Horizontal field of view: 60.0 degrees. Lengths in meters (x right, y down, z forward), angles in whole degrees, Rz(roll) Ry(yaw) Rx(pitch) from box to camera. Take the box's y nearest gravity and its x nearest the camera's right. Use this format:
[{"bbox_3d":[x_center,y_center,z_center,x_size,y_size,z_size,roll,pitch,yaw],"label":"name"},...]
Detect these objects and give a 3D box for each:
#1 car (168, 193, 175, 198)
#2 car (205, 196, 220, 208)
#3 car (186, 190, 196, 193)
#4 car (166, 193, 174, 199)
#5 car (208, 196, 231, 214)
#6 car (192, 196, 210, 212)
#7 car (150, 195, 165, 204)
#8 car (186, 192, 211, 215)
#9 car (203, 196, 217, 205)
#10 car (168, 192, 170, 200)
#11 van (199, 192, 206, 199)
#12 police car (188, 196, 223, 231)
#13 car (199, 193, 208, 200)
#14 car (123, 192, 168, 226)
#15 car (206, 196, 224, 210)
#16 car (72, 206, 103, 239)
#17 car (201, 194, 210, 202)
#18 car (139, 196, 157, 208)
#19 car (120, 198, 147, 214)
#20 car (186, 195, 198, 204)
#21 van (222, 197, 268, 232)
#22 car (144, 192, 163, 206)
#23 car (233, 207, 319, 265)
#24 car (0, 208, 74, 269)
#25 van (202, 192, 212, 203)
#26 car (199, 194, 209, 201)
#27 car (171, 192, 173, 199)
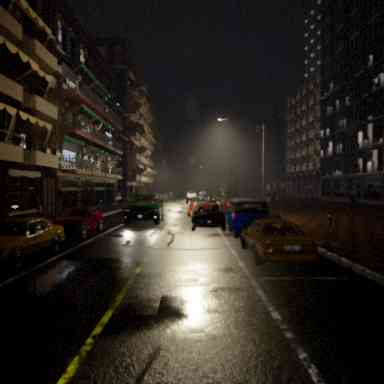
[{"bbox_3d":[-5.754,1.017,93.906,1.802,1.307,4.206,0,0,0],"label":"car"},{"bbox_3d":[2.657,1.291,44.173,1.802,1.307,4.206,0,0,0],"label":"car"},{"bbox_3d":[-0.042,0.656,69.031,2.150,2.045,5.566,0,0,0],"label":"car"},{"bbox_3d":[-5.750,1.045,88.380,1.802,1.307,4.206,0,0,0],"label":"car"},{"bbox_3d":[2.663,1.217,33.118,1.967,1.590,4.097,0,0,0],"label":"car"},{"bbox_3d":[0.864,1.217,35.728,1.801,1.575,5.366,0,0,0],"label":"car"},{"bbox_3d":[-5.729,1.193,55.221,2.008,1.369,4.403,0,0,0],"label":"car"},{"bbox_3d":[0.742,1.151,29.548,2.097,1.767,4.553,0,0,3],"label":"car"},{"bbox_3d":[2.654,1.257,49.699,1.802,1.307,4.206,0,0,0],"label":"car"},{"bbox_3d":[-5.733,1.162,60.748,2.008,1.369,4.403,0,0,0],"label":"car"},{"bbox_3d":[2.631,0.832,82.858,1.690,1.788,3.998,0,0,0],"label":"van"},{"bbox_3d":[0.888,1.288,19.646,1.930,1.638,5.238,0,0,0],"label":"police car"},{"bbox_3d":[2.636,0.960,77.331,1.967,1.590,4.097,0,0,0],"label":"car"},{"bbox_3d":[-3.115,1.065,22.608,2.150,2.045,5.566,0,0,0],"label":"car"},{"bbox_3d":[2.660,1.267,38.816,1.752,1.417,4.829,0,0,0],"label":"car"},{"bbox_3d":[-5.705,1.429,16.534,1.887,1.381,4.507,0,0,0],"label":"car"},{"bbox_3d":[2.643,1.104,66.448,1.752,1.417,4.829,0,0,0],"label":"car"},{"bbox_3d":[-5.723,1.235,43.998,1.752,1.417,4.829,0,0,0],"label":"car"},{"bbox_3d":[-5.716,1.322,33.115,1.887,1.381,4.507,0,0,0],"label":"car"},{"bbox_3d":[-0.033,1.251,53.929,1.895,1.301,4.718,0,0,0],"label":"car"},{"bbox_3d":[2.674,1.225,16.538,1.690,1.788,3.998,0,0,0],"label":"van"},{"bbox_3d":[-5.728,0.991,49.693,2.192,1.841,5.009,0,0,0],"label":"car"},{"bbox_3d":[2.678,1.446,11.184,1.752,1.417,4.829,0,0,0],"label":"car"},{"bbox_3d":[-5.702,1.448,10.839,1.752,1.417,4.829,0,0,0],"label":"car"},{"bbox_3d":[2.646,0.952,60.751,1.690,1.788,3.998,0,0,0],"label":"van"},{"bbox_3d":[2.640,1.115,71.806,1.947,1.339,4.313,0,0,0],"label":"car"},{"bbox_3d":[-5.740,1.115,71.800,1.947,1.339,4.313,0,0,0],"label":"car"}]
